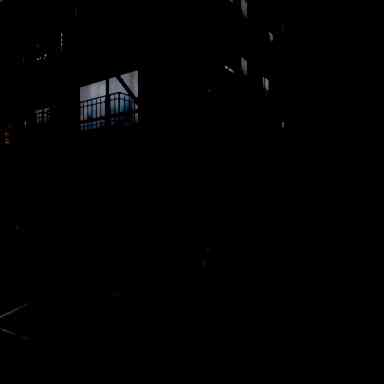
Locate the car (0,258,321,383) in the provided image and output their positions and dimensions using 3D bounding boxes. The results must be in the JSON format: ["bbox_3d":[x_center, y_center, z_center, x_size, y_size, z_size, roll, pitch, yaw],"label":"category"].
[{"bbox_3d":[-0.892,1.566,3.510,4.313,1.339,1.947,0,0,35],"label":"car"}]
